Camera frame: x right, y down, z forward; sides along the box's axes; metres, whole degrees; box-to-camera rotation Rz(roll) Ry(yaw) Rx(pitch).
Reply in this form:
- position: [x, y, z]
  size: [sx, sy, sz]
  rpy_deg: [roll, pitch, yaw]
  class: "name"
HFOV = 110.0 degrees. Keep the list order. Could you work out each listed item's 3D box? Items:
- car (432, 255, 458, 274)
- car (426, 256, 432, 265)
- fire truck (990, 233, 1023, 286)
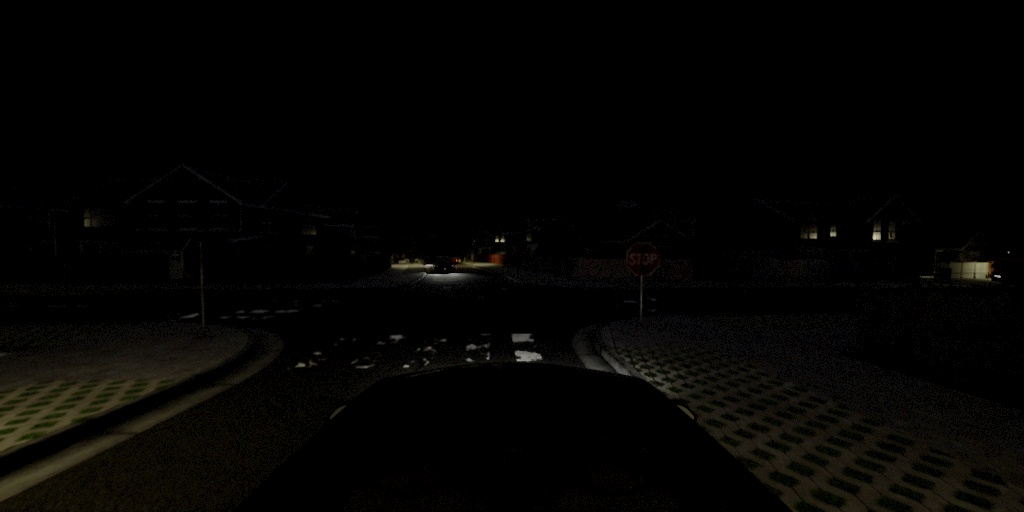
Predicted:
- position: [-6.621, 0.892, 35.025]
  size: [1.812, 1.442, 4.674]
  rpy_deg: [0, 1, -13]
  class: "car"
- position: [-12.662, 0.673, 57.016]
  size: [1.994, 1.385, 4.181]
  rpy_deg: [-1, 1, -17]
  class: "car"
- position: [35.570, 0.241, 23.159]
  size: [8.468, 3.827, 2.891]
  rpy_deg: [1, 2, -16]
  class: "fire truck"
